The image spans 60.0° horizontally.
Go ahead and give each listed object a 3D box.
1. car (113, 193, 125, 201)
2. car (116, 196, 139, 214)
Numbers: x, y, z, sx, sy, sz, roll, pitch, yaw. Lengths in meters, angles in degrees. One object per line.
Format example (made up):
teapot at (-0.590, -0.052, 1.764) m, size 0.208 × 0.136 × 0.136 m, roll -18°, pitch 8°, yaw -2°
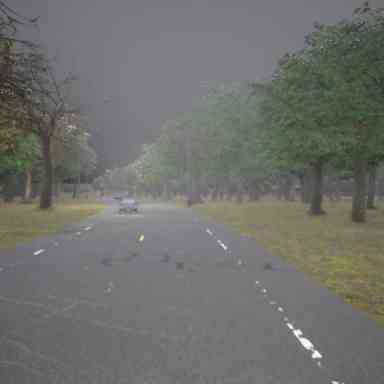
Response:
car at (-16.528, 1.358, 74.059) m, size 1.895 × 1.301 × 4.718 m, roll 0°, pitch 0°, yaw -19°
car at (-6.428, 1.427, 33.914) m, size 1.812 × 1.442 × 4.674 m, roll 0°, pitch 0°, yaw -9°
